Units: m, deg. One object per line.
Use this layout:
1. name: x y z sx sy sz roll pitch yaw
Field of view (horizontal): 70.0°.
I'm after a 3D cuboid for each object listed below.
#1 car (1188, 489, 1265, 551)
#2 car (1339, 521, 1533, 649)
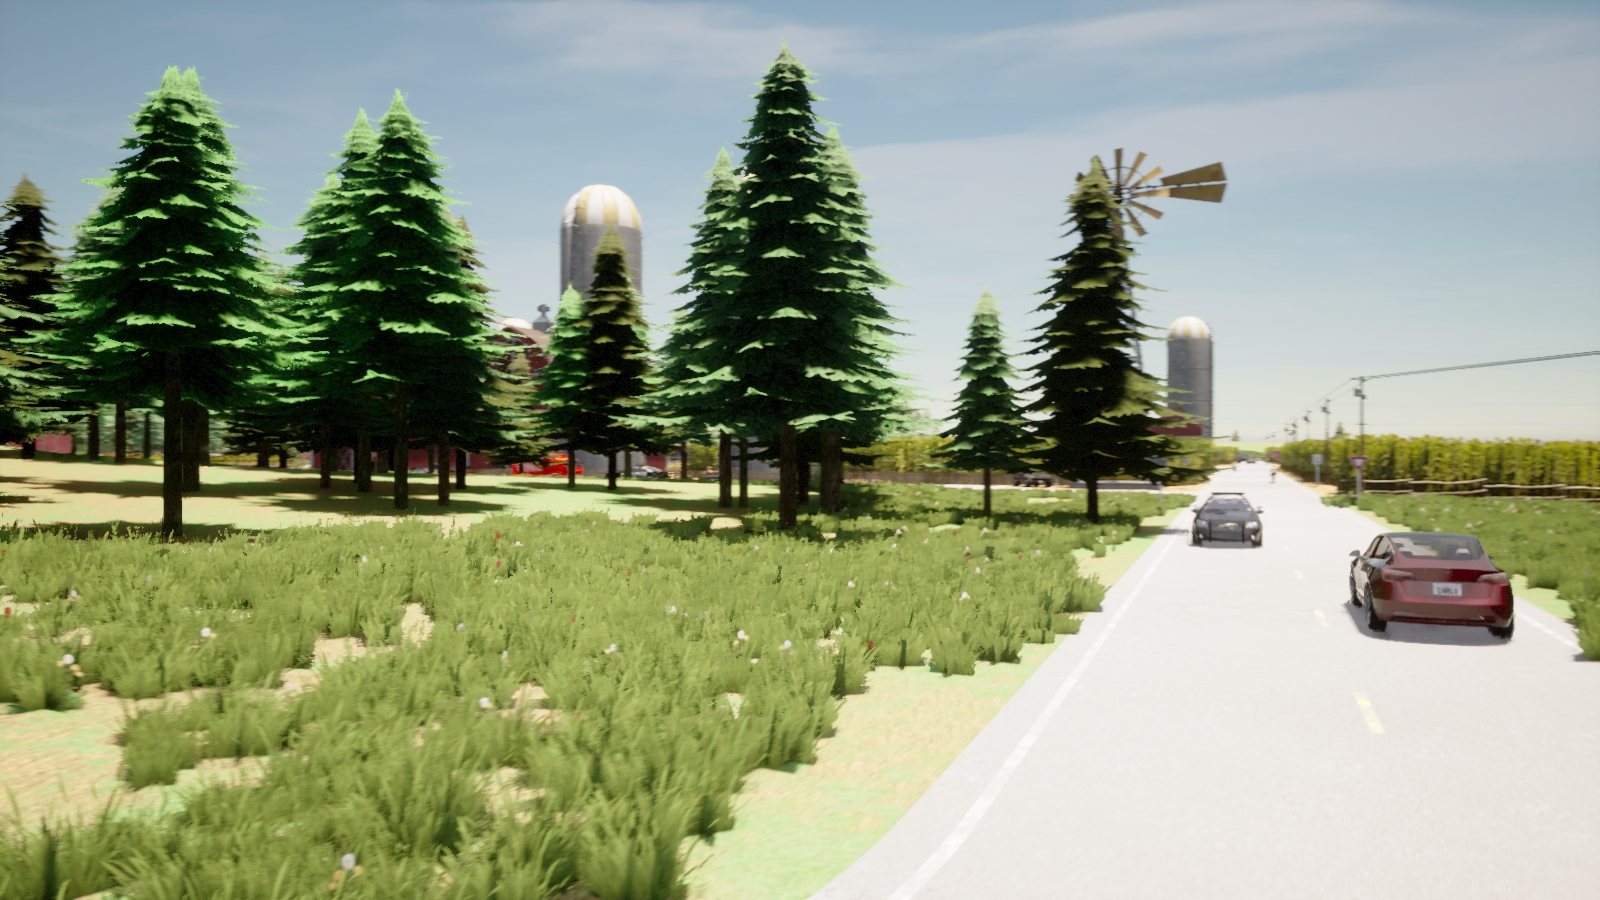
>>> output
1. car: 12.962 2.064 34.715 2.038 1.542 4.974 0 0 21
2. car: 10.241 2.075 18.791 2.163 1.488 4.792 0 0 22
